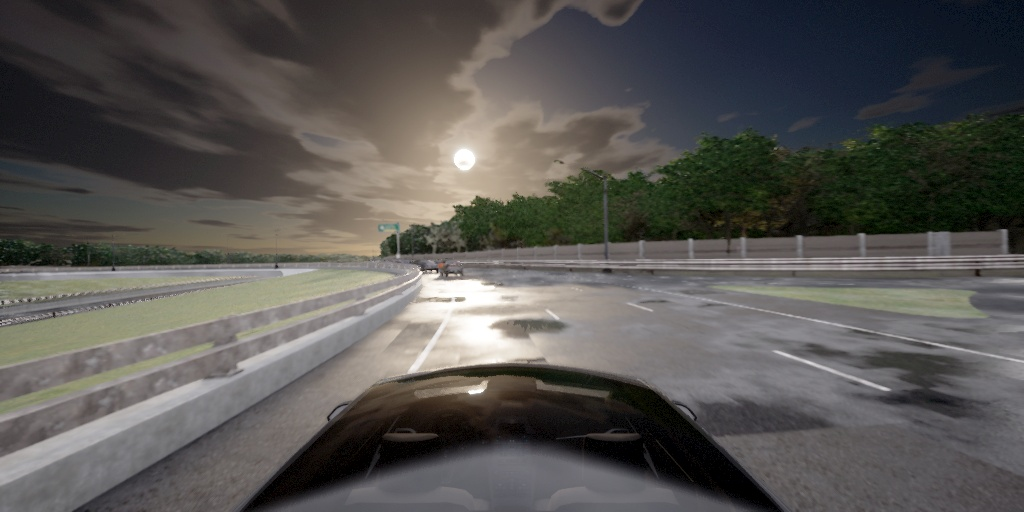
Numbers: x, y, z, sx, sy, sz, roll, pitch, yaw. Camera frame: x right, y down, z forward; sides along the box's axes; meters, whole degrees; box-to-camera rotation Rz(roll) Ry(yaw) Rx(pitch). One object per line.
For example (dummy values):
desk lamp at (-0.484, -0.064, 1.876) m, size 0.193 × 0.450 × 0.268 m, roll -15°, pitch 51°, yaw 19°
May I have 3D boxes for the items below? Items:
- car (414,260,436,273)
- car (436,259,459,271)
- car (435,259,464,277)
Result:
car at (-11.519, 1.521, 49.664) m, size 2.033 × 1.411 × 5.357 m, roll -1°, pitch 0°, yaw -29°
car at (-9.739, 1.289, 53.646) m, size 2.097 × 1.767 × 4.553 m, roll -1°, pitch 0°, yaw -28°
car at (-6.415, 1.361, 38.051) m, size 2.128 × 1.511 × 4.902 m, roll -1°, pitch 0°, yaw -20°
